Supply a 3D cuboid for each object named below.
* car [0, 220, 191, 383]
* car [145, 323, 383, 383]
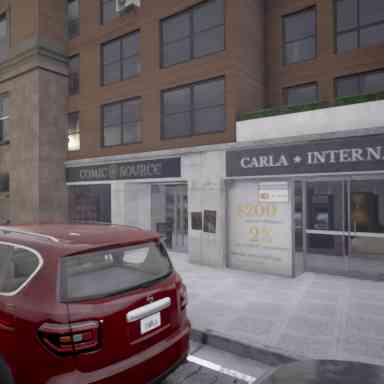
[{"bbox_3d":[-2.332,1.318,4.522,5.009,1.841,2.192,0,-1,35],"label":"car"},{"bbox_3d":[2.130,1.550,1.338,4.403,1.369,2.008,0,-1,35],"label":"car"}]
